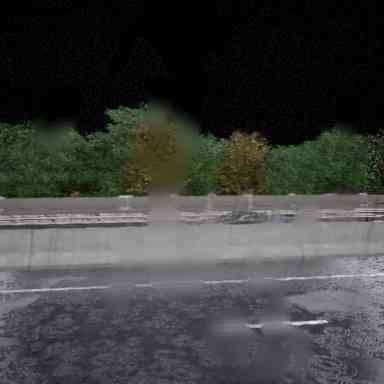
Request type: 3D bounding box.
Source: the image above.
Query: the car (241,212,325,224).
[{"bbox_3d":[6.420,2.269,22.725,5.357,1.411,2.033,-1,-2,-7],"label":"car"}]

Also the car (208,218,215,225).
[{"bbox_3d":[3.883,2.509,29.463,4.892,1.490,1.837,-1,-2,-7],"label":"car"}]

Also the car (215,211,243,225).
[{"bbox_3d":[4.609,2.374,26.028,4.892,1.490,1.837,-1,-2,-7],"label":"car"}]
